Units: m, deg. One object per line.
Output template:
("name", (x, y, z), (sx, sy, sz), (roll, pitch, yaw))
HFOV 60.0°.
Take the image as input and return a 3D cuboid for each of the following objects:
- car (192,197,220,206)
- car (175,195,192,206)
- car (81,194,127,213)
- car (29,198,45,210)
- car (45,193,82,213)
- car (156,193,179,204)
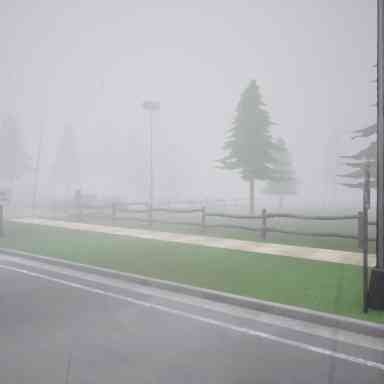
("car", (2.654, 1.477, 53.720), (1.882, 1.535, 5.008), (0, 0, 35))
("car", (-0.313, 1.564, 55.586), (1.994, 1.385, 4.181), (0, 0, 35))
("car", (-9.357, 1.352, 36.661), (2.097, 1.767, 4.553), (0, 0, 35))
("car", (-18.216, 1.491, 42.316), (2.128, 1.511, 4.902), (0, 0, 35))
("car", (-13.096, 1.221, 37.428), (2.150, 2.045, 5.566), (0, 0, 35))
("car", (-4.347, 1.224, 61.997), (2.150, 2.045, 5.566), (0, 0, 36))
